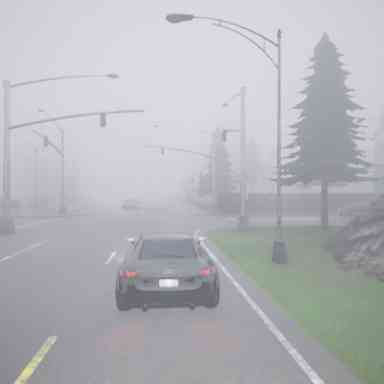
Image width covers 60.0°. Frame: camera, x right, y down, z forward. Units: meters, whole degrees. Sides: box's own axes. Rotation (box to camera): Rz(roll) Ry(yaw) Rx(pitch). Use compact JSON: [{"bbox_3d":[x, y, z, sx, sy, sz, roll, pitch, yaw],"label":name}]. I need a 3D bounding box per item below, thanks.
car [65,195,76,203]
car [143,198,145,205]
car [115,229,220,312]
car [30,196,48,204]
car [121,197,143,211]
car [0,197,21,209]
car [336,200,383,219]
[{"bbox_3d":[-23.805,1.353,64.374,1.845,1.501,3.633,0,0,-5],"label":"car"},{"bbox_3d":[-9.167,1.529,57.462,2.033,1.411,5.357,0,0,-5],"label":"car"},{"bbox_3d":[-0.591,1.561,7.815,1.994,1.385,4.181,0,0,-5],"label":"car"},{"bbox_3d":[-26.114,1.366,56.717,1.970,1.475,3.806,0,0,-5],"label":"car"},{"bbox_3d":[-7.607,1.534,41.484,2.033,1.411,5.357,0,0,-6],"label":"car"},{"bbox_3d":[-21.481,1.327,38.444,2.007,1.523,4.514,0,0,-5],"label":"car"},{"bbox_3d":[14.995,1.482,28.802,4.902,1.511,2.128,0,0,-8],"label":"car"}]
